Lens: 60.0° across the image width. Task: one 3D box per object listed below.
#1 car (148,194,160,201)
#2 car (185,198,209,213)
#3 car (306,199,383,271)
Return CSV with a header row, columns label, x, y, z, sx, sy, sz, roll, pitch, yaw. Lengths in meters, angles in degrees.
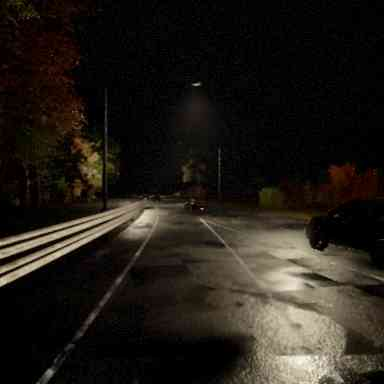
label,x,y,z,sx,sy,sz,roll,pitch,yaw
car,-8.414,1.306,76.993,1.837,1.490,4.892,0,0,-12
car,0.505,1.477,36.513,1.837,1.490,4.892,0,0,-12
car,6.126,1.243,11.159,2.150,2.045,5.566,2,0,-12
